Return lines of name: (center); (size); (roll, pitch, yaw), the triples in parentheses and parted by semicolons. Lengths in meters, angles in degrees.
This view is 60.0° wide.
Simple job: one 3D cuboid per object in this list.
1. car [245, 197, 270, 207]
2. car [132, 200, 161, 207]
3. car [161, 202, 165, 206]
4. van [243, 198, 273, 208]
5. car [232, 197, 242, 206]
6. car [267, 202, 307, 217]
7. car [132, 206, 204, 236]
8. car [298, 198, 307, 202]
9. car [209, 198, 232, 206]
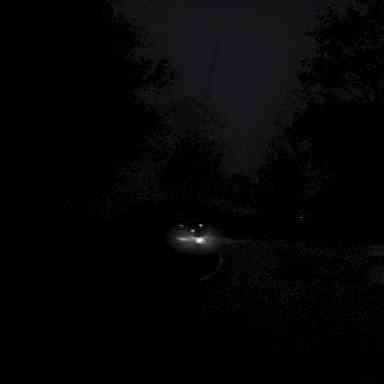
car: (15.653, 2.372, 79.918); (2.435, 2.045, 5.566); (2, -1, -36)
car: (-7.020, 2.092, 48.490); (2.185, 1.767, 4.553); (0, 0, -35)
car: (-4.473, 2.258, 50.379); (2.002, 1.452, 4.674); (0, 0, -36)
van: (12.356, 2.124, 62.600); (1.878, 1.987, 4.442); (1, -1, -36)
car: (8.167, 2.287, 74.518); (2.185, 1.767, 4.553); (1, -1, -36)
car: (12.138, 2.380, 41.267); (1.837, 1.490, 4.892); (3, -3, -35)
car: (-1.501, 1.818, 20.629); (2.033, 1.411, 5.357); (3, -3, -36)
car: (21.475, 2.326, 69.055); (2.435, 2.045, 5.566); (2, -1, -36)
car: (5.672, 2.361, 72.988); (1.946, 1.575, 5.366); (1, -1, -36)
